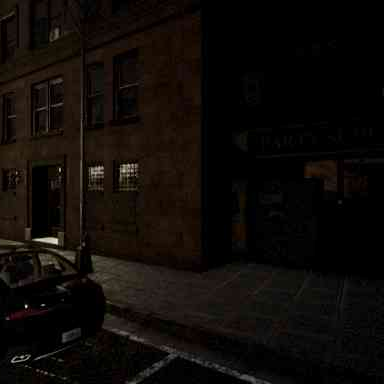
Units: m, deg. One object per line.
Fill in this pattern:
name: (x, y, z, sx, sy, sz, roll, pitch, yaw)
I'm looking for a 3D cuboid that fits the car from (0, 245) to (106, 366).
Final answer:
car: (-3.274, 1.551, 5.434, 4.403, 1.369, 2.008, 0, 0, 36)
